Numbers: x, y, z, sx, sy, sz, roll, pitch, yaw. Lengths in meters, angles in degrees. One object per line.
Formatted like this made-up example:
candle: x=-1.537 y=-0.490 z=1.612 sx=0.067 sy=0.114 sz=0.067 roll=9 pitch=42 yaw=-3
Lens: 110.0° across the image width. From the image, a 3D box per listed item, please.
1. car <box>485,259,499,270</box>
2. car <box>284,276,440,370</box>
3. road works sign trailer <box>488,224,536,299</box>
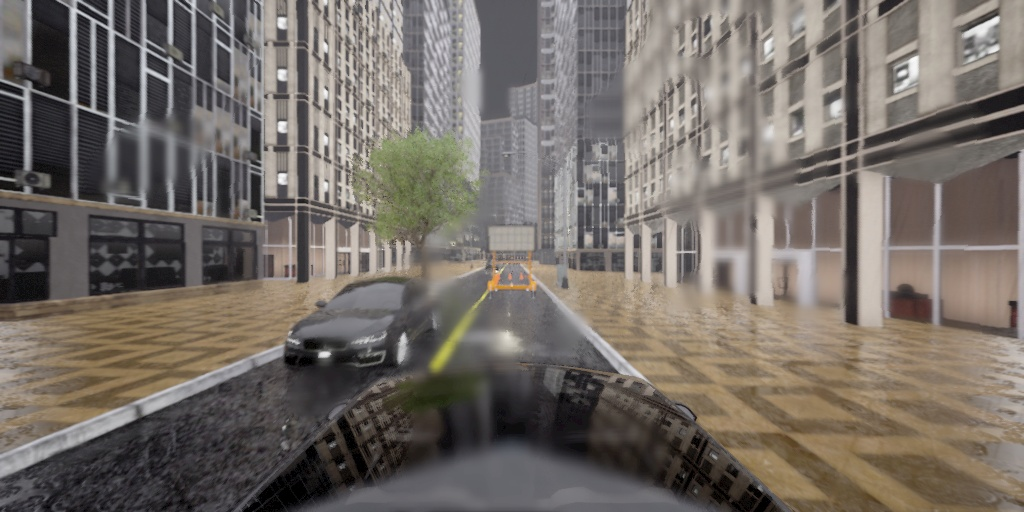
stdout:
car: x=-2.810 y=1.235 z=52.040 sx=1.837 sy=1.490 sz=4.892 roll=0 pitch=0 yaw=0
car: x=-2.850 y=1.248 z=7.886 sx=1.837 sy=1.490 sz=4.892 roll=0 pitch=0 yaw=0
road works sign trailer: x=-0.001 y=0.196 z=18.038 sx=2.380 sy=3.560 sz=2.880 roll=0 pitch=0 yaw=0
